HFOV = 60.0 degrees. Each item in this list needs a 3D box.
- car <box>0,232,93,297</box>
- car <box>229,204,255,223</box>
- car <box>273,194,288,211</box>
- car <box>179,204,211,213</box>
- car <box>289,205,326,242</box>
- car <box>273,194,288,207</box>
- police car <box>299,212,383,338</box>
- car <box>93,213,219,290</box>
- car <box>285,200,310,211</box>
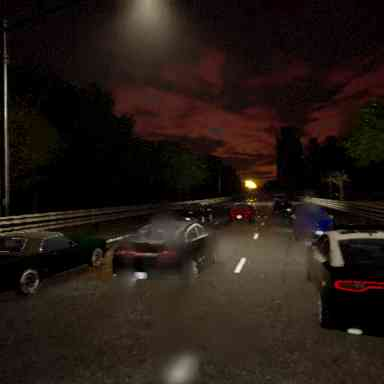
[{"bbox_3d":[-4.193,1.733,9.084,1.895,1.301,4.718,-1,0,15],"label":"car"},{"bbox_3d":[4.112,1.681,27.042,1.812,1.442,4.674,-1,0,14],"label":"car"},{"bbox_3d":[11.595,1.509,42.595,2.097,1.767,4.553,-1,0,14],"label":"car"},{"bbox_3d":[0.290,1.707,26.232,1.837,1.490,4.892,-1,-1,14],"label":"car"},{"bbox_3d":[5.975,1.577,16.455,1.812,1.442,4.674,-1,0,15],"label":"car"},{"bbox_3d":[14.932,1.412,56.318,2.150,2.045,5.566,-1,0,14],"label":"car"},{"bbox_3d":[3.441,1.436,6.849,1.930,1.638,5.238,-1,0,15],"label":"police car"},{"bbox_3d":[-0.478,1.576,9.453,2.128,1.511,4.902,-1,0,15],"label":"car"},{"bbox_3d":[7.489,1.551,22.288,1.882,1.535,5.008,-1,0,14],"label":"car"}]
